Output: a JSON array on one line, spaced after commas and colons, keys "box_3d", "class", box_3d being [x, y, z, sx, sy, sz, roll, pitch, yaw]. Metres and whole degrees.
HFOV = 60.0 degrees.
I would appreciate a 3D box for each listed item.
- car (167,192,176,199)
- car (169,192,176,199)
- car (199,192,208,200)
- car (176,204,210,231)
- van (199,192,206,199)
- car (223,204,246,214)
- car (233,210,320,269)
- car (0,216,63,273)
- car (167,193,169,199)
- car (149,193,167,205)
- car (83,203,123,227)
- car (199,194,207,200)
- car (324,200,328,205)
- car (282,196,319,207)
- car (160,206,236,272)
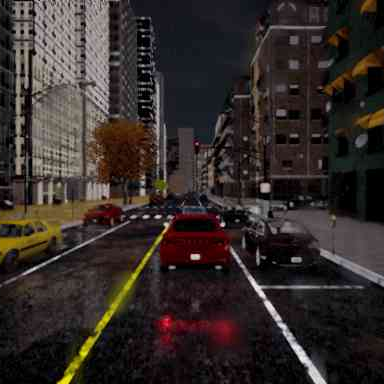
[{"box_3d": [-5.752, 0.917, 92.827, 2.192, 1.841, 5.009, 0, 0, 0], "class": "car"}, {"box_3d": [-5.748, 1.186, 87.306, 1.947, 1.339, 4.313, 0, 0, 0], "class": "car"}, {"box_3d": [2.640, 1.225, 76.265, 1.947, 1.339, 4.313, 0, 0, 0], "class": "car"}, {"box_3d": [0.073, 1.494, 20.711, 1.895, 1.301, 4.718, 0, 0, 0], "class": "car"}, {"box_3d": [2.632, 0.961, 87.310, 1.690, 1.788, 3.998, 0, 0, 0], "class": "van"}, {"box_3d": [2.674, 1.439, 21.786, 2.008, 1.369, 4.403, 0, 0, 0], "class": "car"}, {"box_3d": [2.682, 1.494, 10.720, 2.008, 1.369, 4.403, 0, 0, 0], "class": "car"}, {"box_3d": [-5.698, 1.470, 10.545, 1.752, 1.417, 4.829, 0, 0, 0], "class": "car"}, {"box_3d": [-5.731, 1.290, 59.692, 1.947, 1.339, 4.313, 0, 0, 0], "class": "car"}, {"box_3d": [-5.727, 1.062, 54.167, 2.192, 1.841, 5.009, 0, 0, 0], "class": "car"}, {"box_3d": [-5.706, 1.433, 21.781, 1.887, 1.381, 4.507, 0, 0, 0], "class": "car"}, {"box_3d": [2.636, 1.164, 81.957, 1.752, 1.417, 4.829, 0, 0, 0], "class": "car"}, {"box_3d": [18.796, 1.039, 41.255, 4.829, 1.417, 1.752, -1, 1, -1], "class": "car"}, {"box_3d": [13.399, 1.140, 41.198, 4.403, 1.369, 2.008, -1, 1, -1], "class": "car"}, {"box_3d": [0.084, 1.421, 10.619, 1.882, 1.535, 5.008, 0, 0, 0], "class": "car"}]
